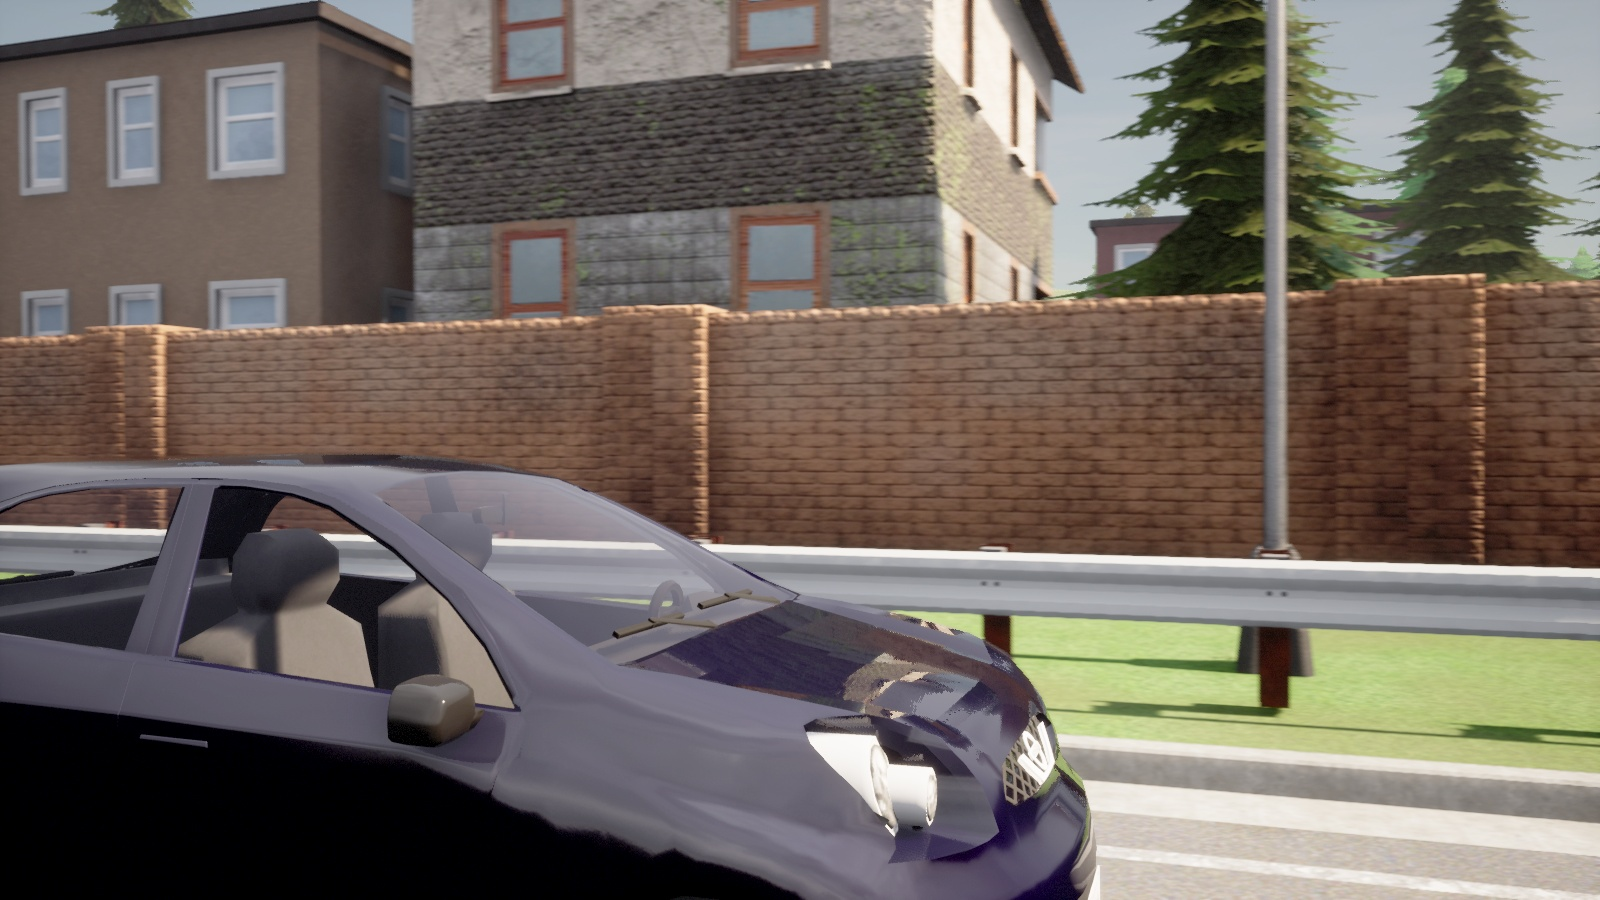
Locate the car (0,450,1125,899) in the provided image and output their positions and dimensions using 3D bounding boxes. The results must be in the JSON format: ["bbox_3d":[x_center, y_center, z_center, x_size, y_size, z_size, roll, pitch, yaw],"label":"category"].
[{"bbox_3d":[-1.031,0.780,3.540,3.633,1.501,1.845,1,1,19],"label":"car"}]
